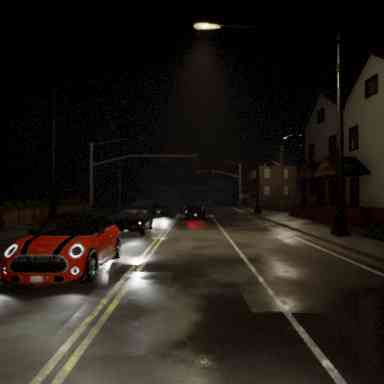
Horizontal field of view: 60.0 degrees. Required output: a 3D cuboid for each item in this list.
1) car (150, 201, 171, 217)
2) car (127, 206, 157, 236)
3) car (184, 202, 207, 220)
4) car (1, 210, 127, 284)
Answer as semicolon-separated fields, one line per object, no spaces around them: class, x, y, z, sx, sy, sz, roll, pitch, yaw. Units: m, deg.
car;-3.243;1.732;34.872;2.128;1.511;4.902;0;0;1
car;-3.446;1.735;19.708;1.895;1.301;4.718;0;0;1
car;0.330;1.719;30.670;1.837;1.490;4.892;0;0;0
car;-3.532;1.417;9.850;2.097;1.767;4.553;0;0;1
